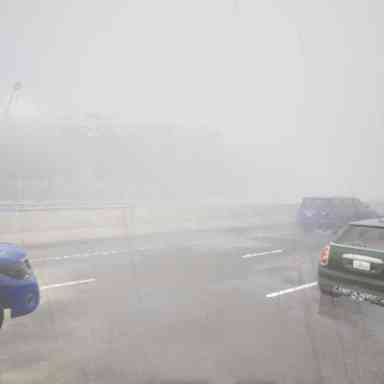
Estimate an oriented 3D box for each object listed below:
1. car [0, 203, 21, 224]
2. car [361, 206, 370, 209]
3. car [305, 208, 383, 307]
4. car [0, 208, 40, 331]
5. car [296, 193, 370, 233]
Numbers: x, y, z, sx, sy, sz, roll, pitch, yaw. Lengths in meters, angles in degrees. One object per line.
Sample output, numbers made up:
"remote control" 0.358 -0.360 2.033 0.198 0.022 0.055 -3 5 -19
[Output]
"car" -15.121 1.546 23.291 5.357 1.411 2.033 0 0 -35
"car" 9.943 1.514 15.091 4.892 1.490 1.837 0 0 -35
"car" 4.828 1.356 7.300 4.553 1.767 2.097 0 0 -35
"car" -5.105 1.220 4.403 5.566 2.045 2.150 0 0 -36
"car" 7.995 1.230 18.001 5.566 2.045 2.150 0 0 -35
